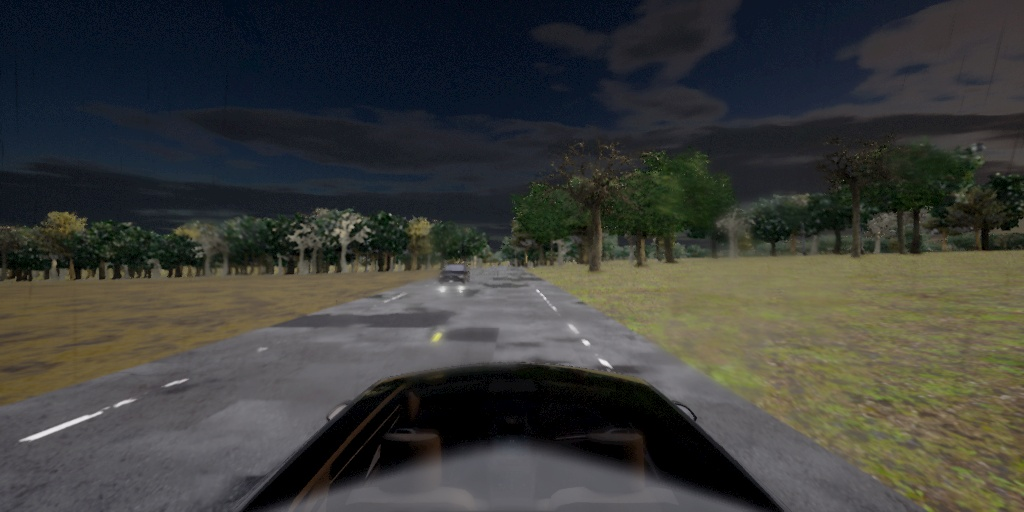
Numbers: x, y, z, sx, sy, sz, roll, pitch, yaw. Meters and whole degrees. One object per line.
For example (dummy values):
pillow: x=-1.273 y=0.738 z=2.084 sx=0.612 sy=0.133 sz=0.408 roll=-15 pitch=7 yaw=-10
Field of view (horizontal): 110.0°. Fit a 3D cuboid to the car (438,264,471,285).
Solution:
car: x=-4.016 y=1.282 z=25.976 sx=2.033 sy=1.411 sz=5.357 roll=0 pitch=0 yaw=-1
